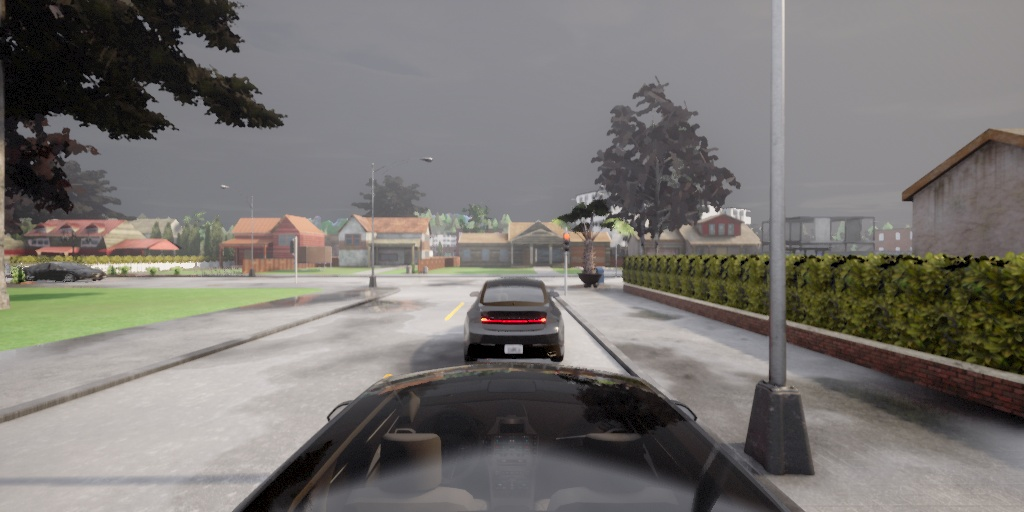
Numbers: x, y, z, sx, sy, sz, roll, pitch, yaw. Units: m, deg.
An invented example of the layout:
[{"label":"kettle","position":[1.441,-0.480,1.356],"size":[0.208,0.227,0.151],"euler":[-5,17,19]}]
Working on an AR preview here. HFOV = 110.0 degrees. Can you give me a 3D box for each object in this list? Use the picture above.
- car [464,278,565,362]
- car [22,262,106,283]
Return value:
[{"label":"car","position":[0.052,1.251,8.186],"size":[1.837,1.490,4.892],"euler":[0,0,1]},{"label":"car","position":[-33.459,1.238,26.813],"size":[4.892,1.490,1.837],"euler":[0,0,0]}]
